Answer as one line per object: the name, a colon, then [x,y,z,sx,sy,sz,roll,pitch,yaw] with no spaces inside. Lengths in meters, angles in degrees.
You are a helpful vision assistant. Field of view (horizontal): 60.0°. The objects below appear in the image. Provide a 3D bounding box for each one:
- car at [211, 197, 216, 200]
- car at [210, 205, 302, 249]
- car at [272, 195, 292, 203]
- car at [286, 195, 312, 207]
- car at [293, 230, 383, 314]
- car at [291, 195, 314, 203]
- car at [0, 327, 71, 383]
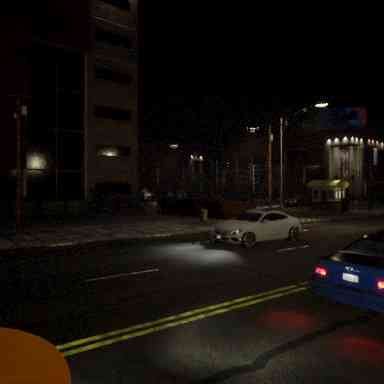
car: [4.003,1.573,60.478,4.718,1.301,1.895,0,0,-36]
car: [2.970,1.525,14.761,4.674,1.442,1.812,0,0,-36]
car: [18.707,1.449,69.028,3.806,1.475,1.970,0,0,-36]
car: [14.799,1.252,45.950,4.553,1.767,2.185,0,0,-36]
car: [4.820,1.547,7.270,5.357,1.411,2.033,0,0,-35]
car: [21.629,1.417,65.039,4.674,1.452,2.002,0,0,-36]
car: [-3.142,1.478,1.493,5.008,1.535,1.882,0,0,-36]
